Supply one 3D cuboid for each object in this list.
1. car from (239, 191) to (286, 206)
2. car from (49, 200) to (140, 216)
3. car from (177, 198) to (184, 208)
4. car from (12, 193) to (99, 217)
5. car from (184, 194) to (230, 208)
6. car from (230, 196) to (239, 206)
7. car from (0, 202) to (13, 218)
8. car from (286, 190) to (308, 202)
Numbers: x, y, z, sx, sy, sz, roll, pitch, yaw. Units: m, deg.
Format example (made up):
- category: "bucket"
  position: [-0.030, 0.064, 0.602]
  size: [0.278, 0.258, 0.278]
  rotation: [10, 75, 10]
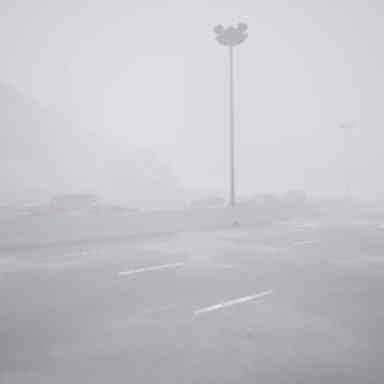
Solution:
- category: "car"
  position: [7.017, 0.831, 32.665]
  size: [2.097, 1.767, 4.553]
  rotation: [0, 1, 41]
- category: "car"
  position: [-5.903, 1.436, 21.350]
  size: [5.357, 1.411, 2.033]
  rotation: [-1, 1, -36]
- category: "car"
  position: [0.211, 1.019, 41.230]
  size: [2.097, 1.767, 4.553]
  rotation: [0, 1, 39]
- category: "car"
  position: [-9.118, 1.121, 23.349]
  size: [5.566, 2.045, 2.150]
  rotation: [-2, 1, -37]
- category: "car"
  position: [1.727, 0.969, 37.249]
  size: [1.882, 1.535, 5.008]
  rotation: [0, 1, 41]
- category: "car"
  position: [5.728, 1.126, 36.929]
  size: [1.882, 1.535, 5.008]
  rotation: [0, 0, 39]
- category: "car"
  position: [-14.561, 1.399, 28.058]
  size: [5.008, 1.535, 1.882]
  rotation: [-1, 0, -36]
- category: "car"
  position: [11.907, 0.794, 39.144]
  size: [2.150, 2.045, 5.566]
  rotation: [0, 0, 36]
